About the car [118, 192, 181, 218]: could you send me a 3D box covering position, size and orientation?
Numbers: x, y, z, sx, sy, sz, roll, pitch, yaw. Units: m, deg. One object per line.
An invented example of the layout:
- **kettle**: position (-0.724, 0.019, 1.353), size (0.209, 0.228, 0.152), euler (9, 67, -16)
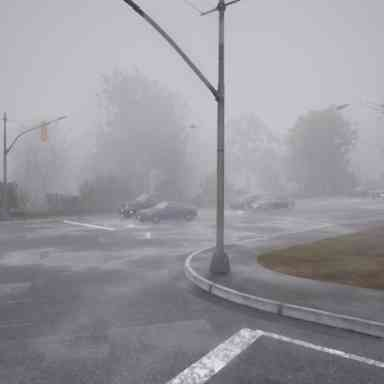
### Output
- **car**: position (-3.174, 1.021, 26.942), size (5.566, 2.045, 2.150), euler (-1, 1, -41)

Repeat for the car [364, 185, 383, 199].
- **car**: position (23.973, -0.111, 40.927), size (4.553, 1.767, 2.097), euler (-4, 2, -26)

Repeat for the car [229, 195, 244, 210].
- **car**: position (5.919, 1.001, 34.097), size (4.892, 1.490, 1.837), euler (-3, 2, -36)

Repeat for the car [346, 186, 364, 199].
- **car**: position (22.643, -0.023, 44.180), size (5.008, 1.535, 1.882), euler (-3, 2, -26)

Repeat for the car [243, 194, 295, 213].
- **car**: position (7.542, 1.030, 30.953), size (4.902, 1.511, 2.128), euler (-3, 2, -36)

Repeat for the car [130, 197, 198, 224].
- **car**: position (-1.700, 1.368, 23.567), size (4.674, 1.442, 1.812), euler (-1, 1, -39)
